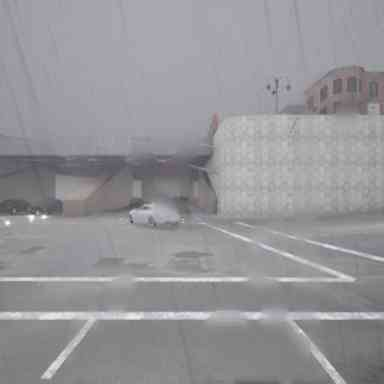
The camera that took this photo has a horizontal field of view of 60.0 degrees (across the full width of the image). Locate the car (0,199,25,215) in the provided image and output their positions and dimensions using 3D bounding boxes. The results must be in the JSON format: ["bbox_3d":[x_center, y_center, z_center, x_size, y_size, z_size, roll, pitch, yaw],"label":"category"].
[{"bbox_3d":[-18.378,1.463,34.154,1.882,1.535,5.008,0,0,-1],"label":"car"}]

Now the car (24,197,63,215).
[{"bbox_3d":[-14.890,1.533,34.564,2.033,1.411,5.357,0,0,-2],"label":"car"}]

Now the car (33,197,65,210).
[{"bbox_3d":[-18.636,1.473,43.580,2.128,1.511,4.902,0,0,-1],"label":"car"}]

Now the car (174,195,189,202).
[{"bbox_3d":[-2.305,1.493,75.319,2.128,1.511,4.902,0,0,28],"label":"car"}]

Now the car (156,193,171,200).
[{"bbox_3d":[-4.747,1.198,54.610,2.150,2.045,5.566,0,0,-2],"label":"car"}]

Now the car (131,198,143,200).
[{"bbox_3d":[-8.095,1.527,49.004,2.033,1.411,5.357,0,0,-2],"label":"car"}]

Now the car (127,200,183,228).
[{"bbox_3d":[-2.613,1.515,22.335,1.812,1.442,4.674,-1,1,-39],"label":"car"}]

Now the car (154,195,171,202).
[{"bbox_3d":[-6.458,1.469,74.382,1.837,1.490,4.892,0,0,20],"label":"car"}]
